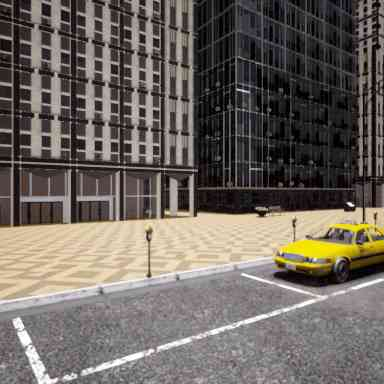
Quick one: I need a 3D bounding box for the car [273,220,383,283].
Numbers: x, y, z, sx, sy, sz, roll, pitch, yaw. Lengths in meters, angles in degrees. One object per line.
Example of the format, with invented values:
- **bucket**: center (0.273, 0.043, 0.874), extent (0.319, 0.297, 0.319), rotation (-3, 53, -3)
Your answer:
- **car**: center (4.422, 1.525, 9.667), extent (4.829, 1.417, 1.752), rotation (0, 0, -35)
